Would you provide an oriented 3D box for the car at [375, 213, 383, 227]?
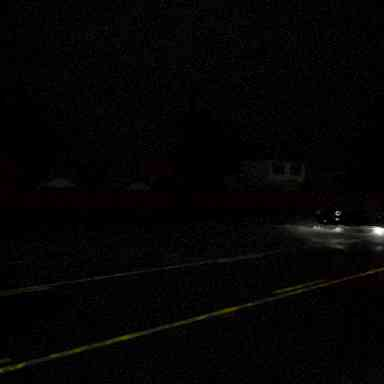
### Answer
[{"bbox_3d":[14.465,1.700,22.906,4.181,1.385,1.994,0,0,-35],"label":"car"}]

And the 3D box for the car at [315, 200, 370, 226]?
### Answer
[{"bbox_3d":[11.281,1.480,24.935,4.553,1.767,2.097,0,0,-35],"label":"car"}]
